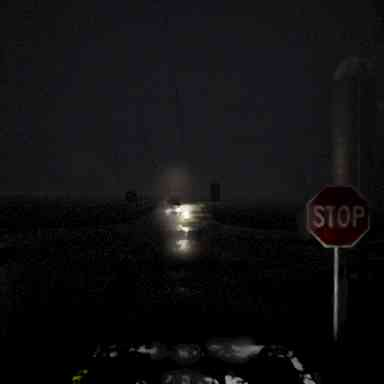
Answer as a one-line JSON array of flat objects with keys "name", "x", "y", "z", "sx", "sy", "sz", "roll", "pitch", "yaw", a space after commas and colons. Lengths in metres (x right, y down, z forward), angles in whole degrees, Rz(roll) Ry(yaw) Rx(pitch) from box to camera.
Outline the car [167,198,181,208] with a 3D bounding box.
[{"name": "car", "x": -2.661, "y": 1.537, "z": 48.432, "sx": 1.895, "sy": 1.301, "sz": 4.718, "roll": 0, "pitch": 0, "yaw": 0}]
